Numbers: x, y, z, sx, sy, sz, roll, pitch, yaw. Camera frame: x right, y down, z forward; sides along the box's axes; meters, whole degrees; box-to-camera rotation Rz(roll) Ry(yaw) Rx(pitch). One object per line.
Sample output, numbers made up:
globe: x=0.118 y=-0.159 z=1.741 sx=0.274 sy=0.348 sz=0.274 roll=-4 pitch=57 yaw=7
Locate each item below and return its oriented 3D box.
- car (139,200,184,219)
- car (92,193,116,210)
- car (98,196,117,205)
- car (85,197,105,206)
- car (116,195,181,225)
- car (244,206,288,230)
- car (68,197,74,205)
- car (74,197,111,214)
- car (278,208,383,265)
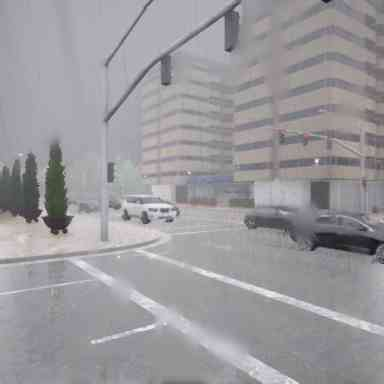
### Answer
car: x=-2.884 y=1.506 z=30.166 sx=1.837 sy=1.490 sz=4.892 roll=0 pitch=0 yaw=-35
car: x=-10.975 y=1.213 z=41.741 sx=2.150 sy=2.045 sz=5.566 roll=0 pitch=1 yaw=-35
car: x=-15.540 y=1.526 z=60.827 sx=1.812 sy=1.442 sz=4.674 roll=0 pitch=0 yaw=-35
car: x=-16.391 y=1.564 z=55.938 sx=1.994 sy=1.385 sz=4.181 roll=0 pitch=0 yaw=-35
car: x=-3.341 y=1.221 z=24.693 sx=2.150 sy=2.045 sz=5.566 roll=0 pitch=0 yaw=-35
car: x=4.941 y=1.525 z=18.976 sx=1.812 sy=1.442 sz=4.674 roll=0 pitch=0 yaw=-35
car: x=-20.786 y=1.564 z=55.941 sx=1.837 sy=1.490 sz=4.892 roll=0 pitch=0 yaw=-35
car: x=-10.571 y=1.526 z=35.046 sx=1.812 sy=1.442 sz=4.674 roll=0 pitch=0 yaw=-35
car: x=5.748 y=1.491 z=11.717 sx=2.128 sy=1.511 sz=4.902 roll=0 pitch=0 yaw=-35
